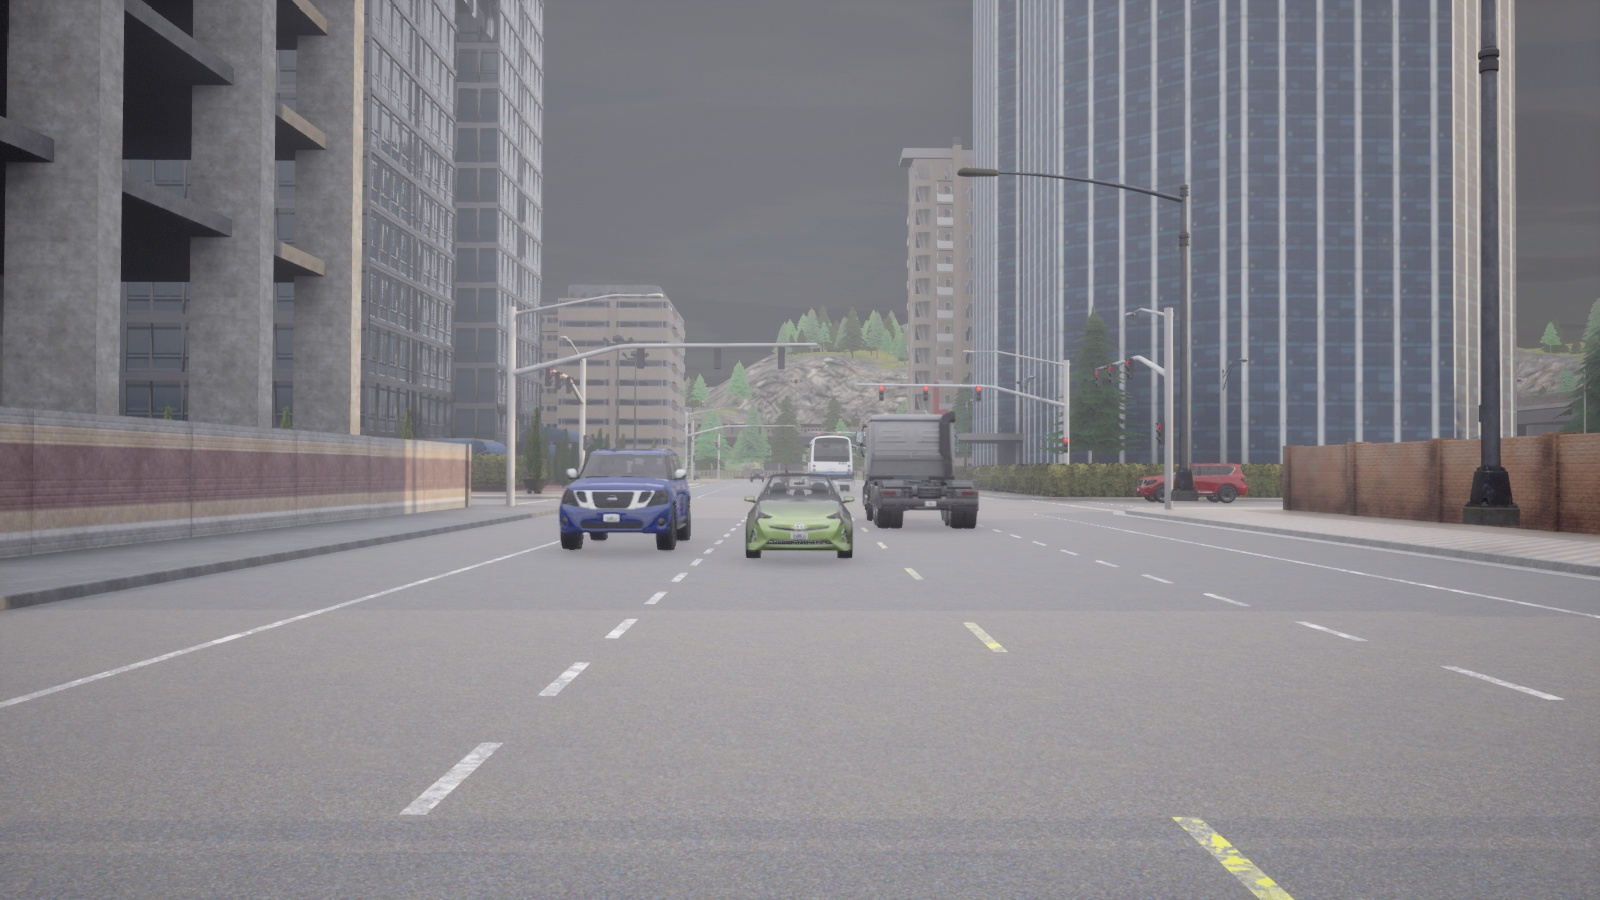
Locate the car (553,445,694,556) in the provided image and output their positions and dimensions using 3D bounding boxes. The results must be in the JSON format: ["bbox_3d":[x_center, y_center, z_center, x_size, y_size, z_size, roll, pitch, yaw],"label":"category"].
[{"bbox_3d":[-3.506,0.985,26.103,2.150,2.045,5.566,0,-1,0],"label":"car"}]

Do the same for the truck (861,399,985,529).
[{"bbox_3d":[3.483,0.446,37.526,2.891,3.462,7.936,0,-1,0],"label":"truck"}]

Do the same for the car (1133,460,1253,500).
[{"bbox_3d":[20.329,1.543,65.113,5.566,2.045,2.150,0,-1,-1],"label":"car"}]

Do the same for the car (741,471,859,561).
[{"bbox_3d":[-0.004,1.157,23.589,2.007,1.525,4.514,0,-1,0],"label":"car"}]
